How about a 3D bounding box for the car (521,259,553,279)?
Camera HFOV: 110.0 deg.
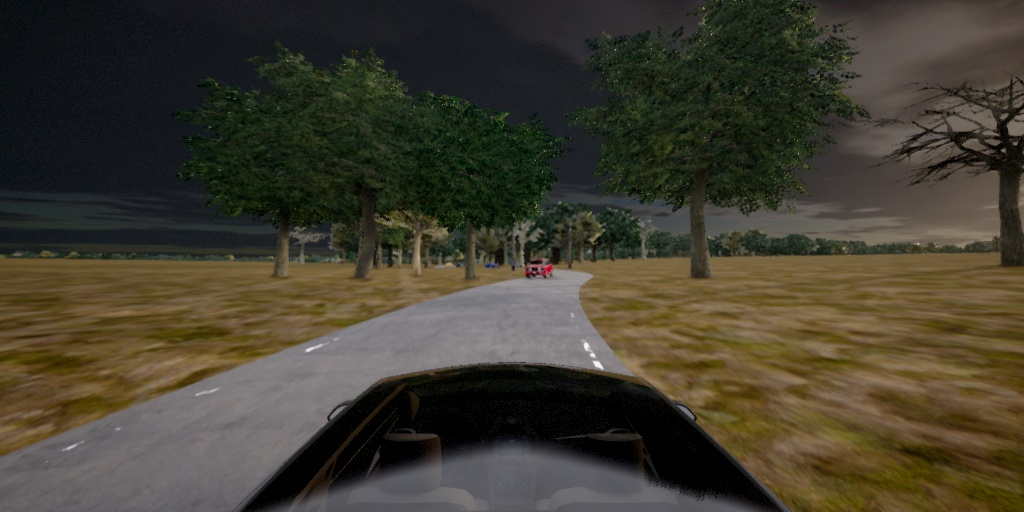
[{"bbox_3d":[2.944,1.298,37.823,2.150,2.045,5.566,0,-1,16],"label":"car"}]
